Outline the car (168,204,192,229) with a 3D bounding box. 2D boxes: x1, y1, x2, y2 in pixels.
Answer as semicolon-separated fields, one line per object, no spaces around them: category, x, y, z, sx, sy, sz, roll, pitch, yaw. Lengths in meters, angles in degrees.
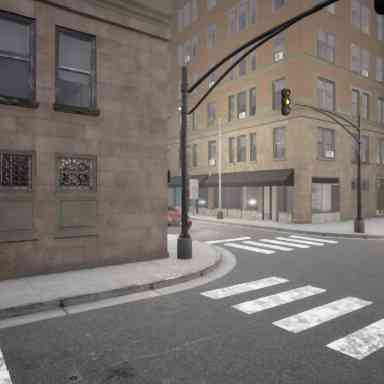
car;-1.890;1.427;19.828;1.812;1.442;4.674;0;0;-36
